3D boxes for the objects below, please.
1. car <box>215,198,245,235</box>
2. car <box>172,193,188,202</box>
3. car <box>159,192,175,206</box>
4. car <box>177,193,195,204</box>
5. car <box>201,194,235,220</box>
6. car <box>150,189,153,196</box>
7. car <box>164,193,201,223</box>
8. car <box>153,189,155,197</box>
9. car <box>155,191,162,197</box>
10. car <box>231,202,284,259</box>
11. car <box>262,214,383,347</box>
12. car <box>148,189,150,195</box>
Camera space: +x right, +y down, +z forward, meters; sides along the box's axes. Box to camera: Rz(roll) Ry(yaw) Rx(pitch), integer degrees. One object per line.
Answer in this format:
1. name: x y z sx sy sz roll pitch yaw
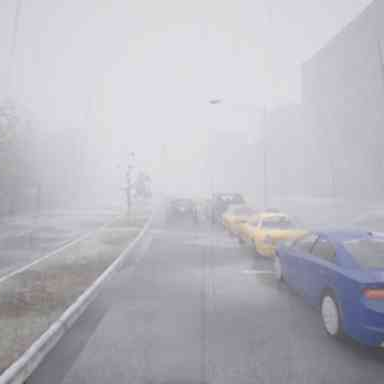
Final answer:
1. car: 2.635 1.345 17.797 1.946 1.575 5.366 0 0 -2
2. car: -2.201 0.927 57.817 2.163 1.488 4.792 0 1 -10
3. car: -2.561 1.101 41.115 2.128 1.511 4.902 0 1 -7
4. car: -0.965 0.980 50.885 1.946 1.575 5.366 0 1 -9
5. car: 1.881 1.244 28.729 2.231 1.521 4.892 0 1 -4
6. car: -9.213 0.483 88.747 2.163 1.488 4.792 0 1 -13
7. car: -0.765 1.160 23.582 2.097 1.767 4.553 0 0 -4
8. car: -7.947 0.578 83.316 2.002 1.452 4.674 0 1 -13
9. car: -6.687 0.621 77.910 2.231 1.521 4.892 0 1 -13
10. car: 2.872 1.391 12.238 1.946 1.575 5.366 0 0 -1
11. car: 3.014 1.436 6.486 2.097 1.535 5.008 0 0 0
12. car: -10.463 0.408 94.118 2.002 1.452 4.674 0 1 -13
